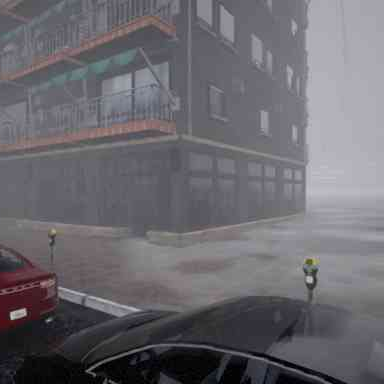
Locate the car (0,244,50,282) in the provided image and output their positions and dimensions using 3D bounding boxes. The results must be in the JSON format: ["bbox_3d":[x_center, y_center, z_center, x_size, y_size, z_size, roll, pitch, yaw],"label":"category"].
[{"bbox_3d":[-4.205,1.545,5.876,4.507,1.381,1.887,0,0,36],"label":"car"}]

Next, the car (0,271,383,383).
[{"bbox_3d":[0.383,1.566,2.602,4.313,1.339,1.947,0,0,36],"label":"car"}]
